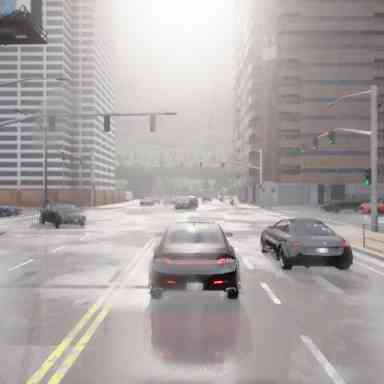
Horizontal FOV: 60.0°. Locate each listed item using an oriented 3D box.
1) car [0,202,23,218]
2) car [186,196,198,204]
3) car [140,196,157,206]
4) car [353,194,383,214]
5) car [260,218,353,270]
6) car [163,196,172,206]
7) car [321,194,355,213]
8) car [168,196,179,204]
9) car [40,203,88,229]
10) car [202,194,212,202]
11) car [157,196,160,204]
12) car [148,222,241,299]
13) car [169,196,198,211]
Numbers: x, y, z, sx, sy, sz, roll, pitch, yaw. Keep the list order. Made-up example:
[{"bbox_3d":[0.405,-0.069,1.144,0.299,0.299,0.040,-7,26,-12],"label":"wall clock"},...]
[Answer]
[{"bbox_3d":[-17.505,1.525,29.415,4.674,1.442,1.812,0,0,0],"label":"car"},{"bbox_3d":[-0.004,1.489,63.565,2.128,1.511,4.902,0,0,0],"label":"car"},{"bbox_3d":[-7.177,1.524,53.254,1.812,1.442,4.674,0,0,1],"label":"car"},{"bbox_3d":[18.967,1.351,32.960,4.553,1.767,2.097,0,0,0],"label":"car"},{"bbox_3d":[3.563,1.564,11.072,1.994,1.385,4.181,0,0,0],"label":"car"},{"bbox_3d":[-3.673,1.490,55.049,2.128,1.511,4.902,0,0,0],"label":"car"},{"bbox_3d":[17.141,1.220,36.480,5.566,2.045,2.150,0,0,0],"label":"car"},{"bbox_3d":[-3.645,1.502,64.988,1.837,1.490,4.892,0,0,0],"label":"car"},{"bbox_3d":[-8.581,1.506,22.099,1.837,1.490,4.892,4,-3,-40],"label":"car"},{"bbox_3d":[3.382,1.353,76.795,2.097,1.767,4.553,0,0,0],"label":"car"},{"bbox_3d":[-7.152,1.523,63.167,1.812,1.442,4.674,0,0,1],"label":"car"},{"bbox_3d":[0.052,1.491,8.420,2.128,1.511,4.902,0,0,0],"label":"car"},{"bbox_3d":[-0.684,1.546,40.804,2.033,1.411,5.357,0,0,14],"label":"car"}]
